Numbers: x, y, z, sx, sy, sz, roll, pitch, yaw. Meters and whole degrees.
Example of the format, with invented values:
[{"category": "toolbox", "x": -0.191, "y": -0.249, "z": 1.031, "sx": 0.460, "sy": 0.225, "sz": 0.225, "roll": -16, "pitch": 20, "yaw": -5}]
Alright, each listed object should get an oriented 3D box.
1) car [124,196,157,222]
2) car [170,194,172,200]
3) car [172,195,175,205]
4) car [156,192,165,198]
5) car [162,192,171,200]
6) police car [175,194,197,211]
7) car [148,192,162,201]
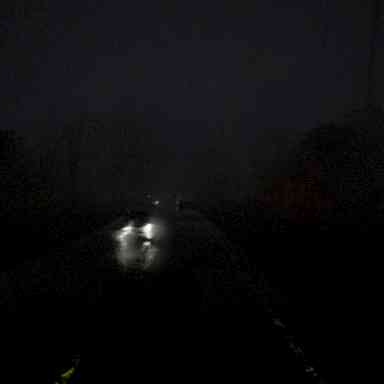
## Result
[{"category": "car", "x": -3.835, "y": 1.296, "z": 24.728, "sx": 1.882, "sy": 1.535, "sz": 5.008, "roll": 0, "pitch": 0, "yaw": -3}, {"category": "car", "x": -1.995, "y": 1.127, "z": 51.823, "sx": 1.837, "sy": 1.490, "sz": 4.892, "roll": 0, "pitch": 0, "yaw": -6}, {"category": "car", "x": -1.379, "y": 1.190, "z": 45.825, "sx": 1.812, "sy": 1.442, "sz": 4.674, "roll": 0, "pitch": 0, "yaw": -6}, {"category": "car", "x": -8.523, "y": 0.765, "z": 90.001, "sx": 1.812, "sy": 1.442, "sz": 4.674, "roll": 0, "pitch": 0, "yaw": -11}, {"category": "car", "x": -5.134, "y": 0.837, "z": 69.809, "sx": 1.882, "sy": 1.535, "sz": 5.008, "roll": 0, "pitch": 0, "yaw": -8}, {"category": "police car", "x": -0.524, "y": 1.160, "z": 35.923, "sx": 1.930, "sy": 1.638, "sz": 5.238, "roll": 0, "pitch": 0, "yaw": -4}, {"category": "car", "x": -7.602, "y": 0.886, "z": 65.295, "sx": 2.097, "sy": 1.767, "sz": 4.553, "roll": 0, "pitch": 0, "yaw": -7}]
